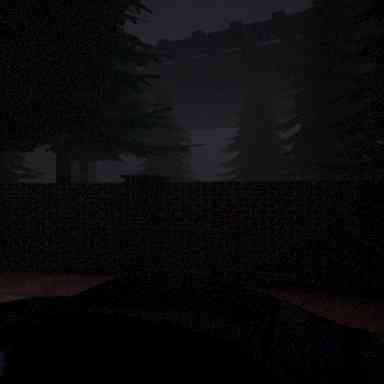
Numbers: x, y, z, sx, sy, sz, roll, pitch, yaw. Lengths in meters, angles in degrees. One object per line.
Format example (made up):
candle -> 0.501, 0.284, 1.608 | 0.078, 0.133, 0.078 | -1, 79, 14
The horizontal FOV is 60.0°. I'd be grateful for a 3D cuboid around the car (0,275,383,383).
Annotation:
car -> -0.448, 1.547, 2.966 | 5.357, 1.411, 2.033 | 0, 0, 20
